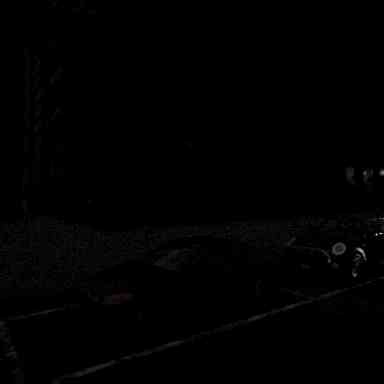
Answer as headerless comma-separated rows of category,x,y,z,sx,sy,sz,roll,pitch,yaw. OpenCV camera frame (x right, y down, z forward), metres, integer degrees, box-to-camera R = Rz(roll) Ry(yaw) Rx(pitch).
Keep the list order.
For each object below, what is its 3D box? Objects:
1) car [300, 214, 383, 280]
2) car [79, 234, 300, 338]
car,4.588,1.412,9.801,4.097,1.590,1.967,0,0,-35
car,-0.004,1.571,6.528,4.206,1.307,1.802,0,0,-35
